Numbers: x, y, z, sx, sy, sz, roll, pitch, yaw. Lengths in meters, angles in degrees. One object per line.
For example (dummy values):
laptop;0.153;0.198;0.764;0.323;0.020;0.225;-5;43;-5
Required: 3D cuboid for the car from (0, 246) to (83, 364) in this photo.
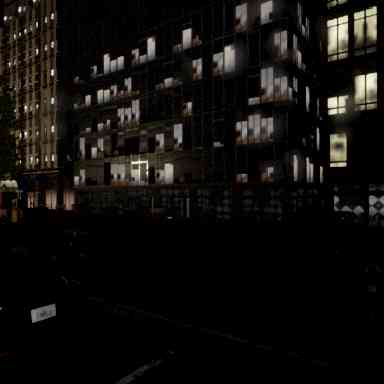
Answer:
car;-3.566;1.566;5.414;4.313;1.339;1.947;0;0;35
